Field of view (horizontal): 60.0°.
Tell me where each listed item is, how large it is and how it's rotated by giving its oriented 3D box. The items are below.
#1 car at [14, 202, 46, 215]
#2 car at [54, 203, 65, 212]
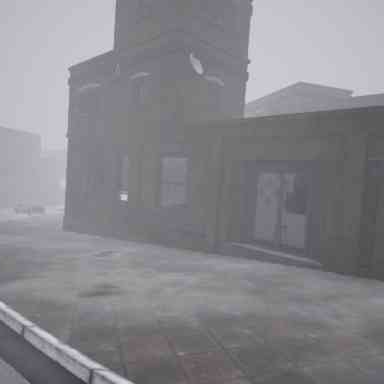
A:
[{"bbox_3d":[-19.768,1.991,40.859,2.128,1.511,4.902,4,-1,3],"label":"car"},{"bbox_3d":[-18.607,2.363,50.774,2.033,1.411,5.357,4,-1,16],"label":"car"}]
